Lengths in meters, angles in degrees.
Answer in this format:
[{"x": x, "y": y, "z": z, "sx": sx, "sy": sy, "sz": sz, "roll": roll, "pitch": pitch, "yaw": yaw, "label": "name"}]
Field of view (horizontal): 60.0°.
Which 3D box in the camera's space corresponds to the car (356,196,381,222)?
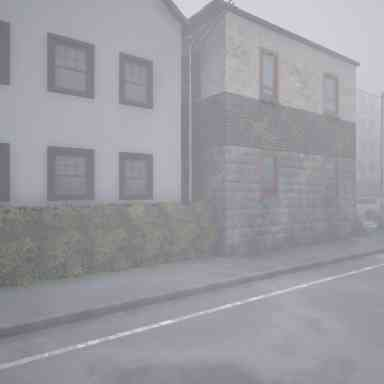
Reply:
[{"x": 14.294, "y": 1.398, "z": 28.448, "sx": 2.150, "sy": 2.045, "sz": 5.566, "roll": 0, "pitch": 0, "yaw": -34, "label": "car"}]
